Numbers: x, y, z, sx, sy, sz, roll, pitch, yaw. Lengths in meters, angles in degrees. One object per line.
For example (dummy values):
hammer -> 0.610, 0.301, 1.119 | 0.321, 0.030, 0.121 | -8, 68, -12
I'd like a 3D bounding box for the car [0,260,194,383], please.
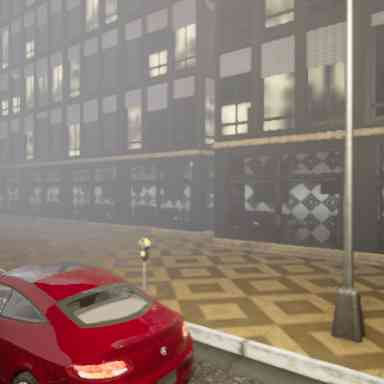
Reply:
car -> -1.917, 1.565, 4.240 | 4.206, 1.307, 1.802 | 0, 0, 35
